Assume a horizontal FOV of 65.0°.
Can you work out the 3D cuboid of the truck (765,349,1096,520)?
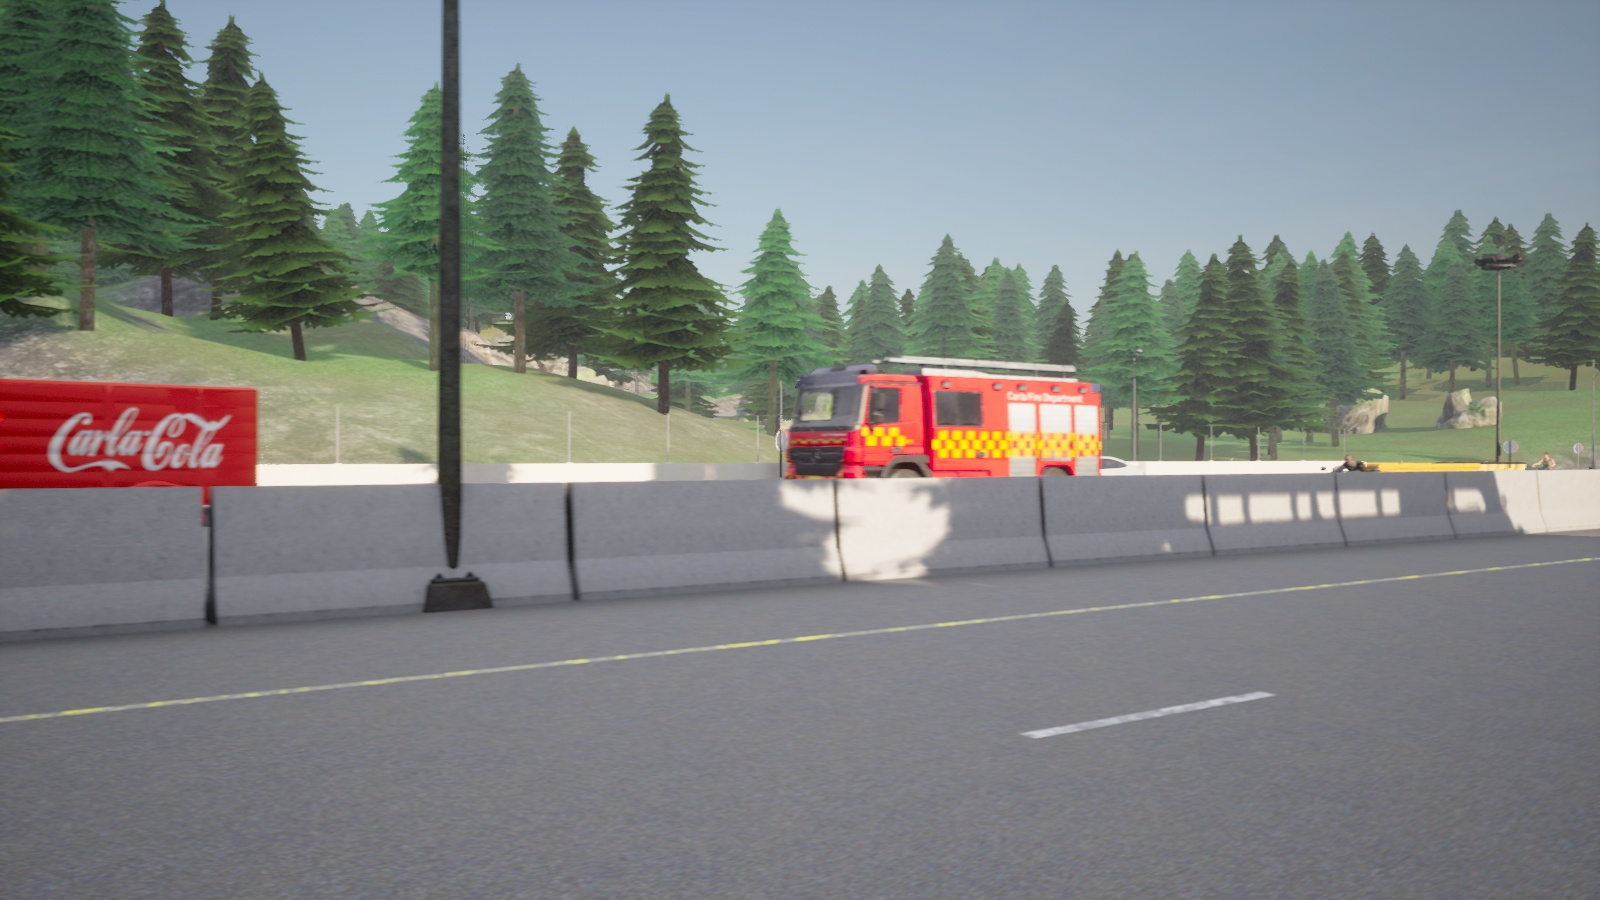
[{"bbox_3d":[3.449,-0.350,31.660,8.468,3.827,2.891,0,0,-35],"label":"truck"}]

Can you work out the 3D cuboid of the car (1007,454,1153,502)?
[{"bbox_3d":[8.886,0.849,39.694,4.674,1.442,1.812,0,0,-35],"label":"car"}]

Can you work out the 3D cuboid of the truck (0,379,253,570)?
[{"bbox_3d":[-10.698,0.324,17.536,5.204,2.467,2.627,0,0,-35],"label":"truck"}]

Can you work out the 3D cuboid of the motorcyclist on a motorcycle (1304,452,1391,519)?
[{"bbox_3d":[12.968,0.825,29.742,2.191,1.530,0.866,0,0,-35],"label":"motorcyclist on a motorcycle"}]
